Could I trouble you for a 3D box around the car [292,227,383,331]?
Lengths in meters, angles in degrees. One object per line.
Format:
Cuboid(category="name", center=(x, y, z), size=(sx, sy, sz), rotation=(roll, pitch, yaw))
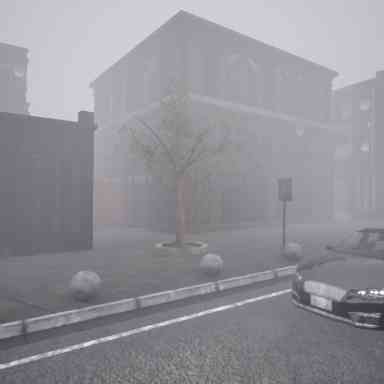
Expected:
Cuboid(category="car", center=(4.060, 1.494, 6.713), size=(4.902, 1.511, 2.128), rotation=(0, 0, -35))
